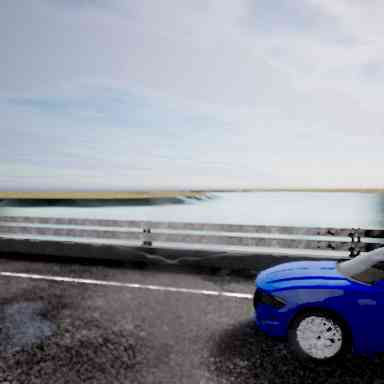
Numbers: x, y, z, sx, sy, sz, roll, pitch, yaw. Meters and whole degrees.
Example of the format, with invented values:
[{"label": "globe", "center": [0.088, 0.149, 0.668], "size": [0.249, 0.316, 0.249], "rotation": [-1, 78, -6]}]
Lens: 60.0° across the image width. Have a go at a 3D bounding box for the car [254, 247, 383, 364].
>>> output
[{"label": "car", "center": [3.429, 1.474, 4.741], "size": [5.008, 1.535, 1.882], "rotation": [1, 0, 15]}]
